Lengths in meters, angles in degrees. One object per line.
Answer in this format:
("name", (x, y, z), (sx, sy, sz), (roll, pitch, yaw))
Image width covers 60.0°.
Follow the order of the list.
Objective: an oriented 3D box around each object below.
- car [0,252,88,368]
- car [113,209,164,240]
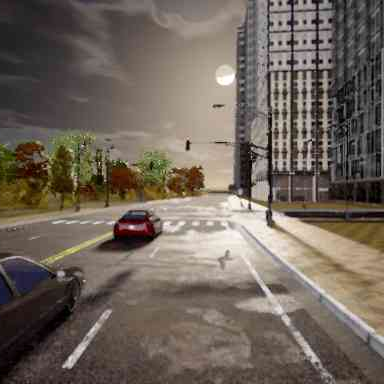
("car", (-3.099, 1.547, 4.455), (2.033, 1.411, 5.357), (0, 0, 1))
("car", (-2.671, 1.580, 17.280), (1.994, 1.385, 4.181), (0, 0, 3))
